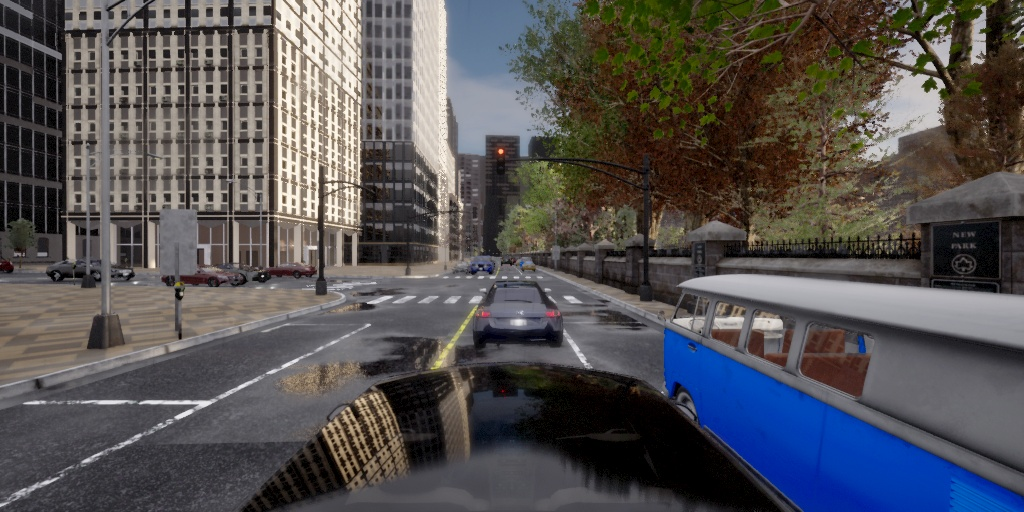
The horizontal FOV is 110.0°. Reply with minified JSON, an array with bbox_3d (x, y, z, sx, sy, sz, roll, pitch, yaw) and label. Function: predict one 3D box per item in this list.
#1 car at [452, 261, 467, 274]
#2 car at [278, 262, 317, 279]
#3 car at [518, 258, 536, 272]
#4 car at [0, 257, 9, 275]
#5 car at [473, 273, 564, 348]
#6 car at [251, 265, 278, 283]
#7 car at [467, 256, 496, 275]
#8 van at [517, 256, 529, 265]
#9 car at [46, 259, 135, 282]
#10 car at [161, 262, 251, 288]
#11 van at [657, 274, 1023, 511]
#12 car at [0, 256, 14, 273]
[{"bbox_3d":[-5.631,1.288,40.341,2.007,1.370,4.403,0,0,-1],"label":"car"},{"bbox_3d":[-18.085,1.127,29.139,4.207,1.307,1.802,0,0,4],"label":"car"},{"bbox_3d":[2.131,1.260,46.392,1.751,1.417,4.829,0,0,-1],"label":"car"},{"bbox_3d":[-38.285,0.896,24.722,4.181,1.385,1.994,1,0,2],"label":"car"},{"bbox_3d":[0.101,1.313,9.254,1.994,1.385,4.181,0,0,-1],"label":"car"},{"bbox_3d":[-18.277,1.123,23.574,4.181,1.385,1.994,1,0,4],"label":"car"},{"bbox_3d":[-3.133,0.963,38.275,2.150,2.045,5.566,0,0,-1],"label":"car"},{"bbox_3d":[2.008,1.071,51.765,1.690,1.789,3.998,0,0,-1],"label":"van"},{"bbox_3d":[-28.343,0.936,24.203,4.902,1.511,2.128,1,0,3],"label":"car"},{"bbox_3d":[-18.151,1.149,21.026,4.207,1.307,1.802,0,0,4],"label":"car"},{"bbox_3d":[2.568,1.091,2.673,1.690,1.789,3.998,0,0,0],"label":"van"},{"bbox_3d":[-45.534,0.676,30.569,4.097,1.591,1.967,0,0,1],"label":"car"}]
